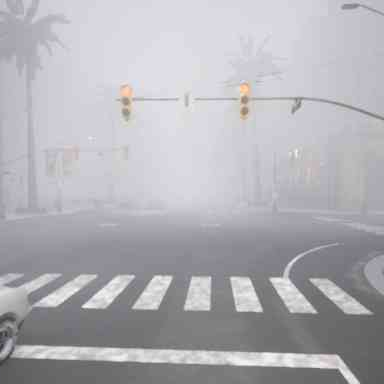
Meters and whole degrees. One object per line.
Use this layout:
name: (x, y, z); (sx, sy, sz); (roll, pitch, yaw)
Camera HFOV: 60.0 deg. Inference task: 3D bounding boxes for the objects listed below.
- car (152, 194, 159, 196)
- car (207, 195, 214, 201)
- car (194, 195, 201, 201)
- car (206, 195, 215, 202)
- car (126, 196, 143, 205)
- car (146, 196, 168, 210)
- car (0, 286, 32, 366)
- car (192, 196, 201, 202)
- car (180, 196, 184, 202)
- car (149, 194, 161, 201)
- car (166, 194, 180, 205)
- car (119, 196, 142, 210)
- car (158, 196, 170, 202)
car: (-7.126, 1.563, 60.824); (1.994, 1.385, 4.181); (0, 0, 4)
car: (4.944, 1.490, 88.429); (1.837, 1.490, 4.892); (0, 0, 3)
car: (1.449, 1.585, 88.623); (1.895, 1.301, 4.718); (0, 0, 3)
car: (4.452, 1.535, 77.974); (2.033, 1.411, 5.357); (0, 0, 3)
car: (-10.319, 1.512, 59.909); (2.161, 1.482, 4.786); (0, 0, 3)
car: (-4.699, 1.600, 42.815); (1.895, 1.301, 4.718); (0, 0, 3)
car: (-3.412, 1.601, 2.837); (1.895, 1.301, 4.718); (0, 0, 3)
car: (0.959, 1.538, 78.195); (2.033, 1.411, 5.357); (0, 0, 3)
car: (-2.797, 1.538, 73.601); (2.033, 1.411, 5.357); (0, 0, 4)
car: (-8.981, 1.353, 81.799); (2.185, 1.767, 4.553); (0, 0, 3)
car: (-3.780, 1.524, 58.349); (1.812, 1.442, 4.674); (0, 0, 4)
car: (-8.162, 1.477, 43.524); (1.882, 1.535, 5.008); (0, 0, 3)
car: (-6.244, 1.537, 74.659); (2.033, 1.411, 5.357); (0, 0, 4)
